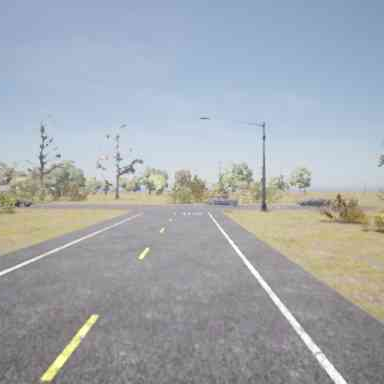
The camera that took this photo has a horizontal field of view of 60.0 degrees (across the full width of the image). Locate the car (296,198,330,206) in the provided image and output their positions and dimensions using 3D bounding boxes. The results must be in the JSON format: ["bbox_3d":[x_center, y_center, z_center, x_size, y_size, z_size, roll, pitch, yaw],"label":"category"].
[{"bbox_3d":[19.754,1.609,53.937,5.357,1.411,2.033,0,0,-2],"label":"car"}]

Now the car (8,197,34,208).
[{"bbox_3d":[-24.369,1.398,45.722,4.892,1.490,1.837,0,0,-2],"label":"car"}]

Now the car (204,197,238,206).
[{"bbox_3d":[4.628,1.554,53.499,5.357,1.411,2.033,0,0,-2],"label":"car"}]
